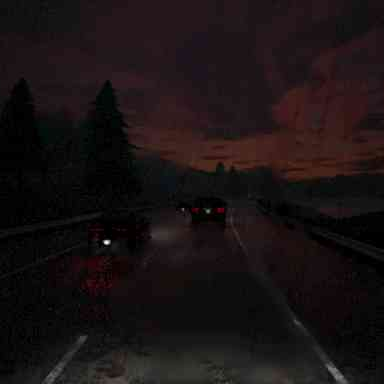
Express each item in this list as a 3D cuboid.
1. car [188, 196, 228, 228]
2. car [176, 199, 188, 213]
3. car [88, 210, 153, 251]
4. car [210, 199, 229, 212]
[{"bbox_3d":[1.228,1.292,23.125,2.150,2.045,5.566,0,0,5],"label":"car"},{"bbox_3d":[-0.593,1.616,37.944,1.837,1.490,4.892,0,0,8],"label":"car"},{"bbox_3d":[-2.916,1.545,14.301,1.837,1.490,4.892,0,0,3],"label":"car"},{"bbox_3d":[3.489,1.673,41.722,2.033,1.411,5.357,0,0,9],"label":"car"}]
